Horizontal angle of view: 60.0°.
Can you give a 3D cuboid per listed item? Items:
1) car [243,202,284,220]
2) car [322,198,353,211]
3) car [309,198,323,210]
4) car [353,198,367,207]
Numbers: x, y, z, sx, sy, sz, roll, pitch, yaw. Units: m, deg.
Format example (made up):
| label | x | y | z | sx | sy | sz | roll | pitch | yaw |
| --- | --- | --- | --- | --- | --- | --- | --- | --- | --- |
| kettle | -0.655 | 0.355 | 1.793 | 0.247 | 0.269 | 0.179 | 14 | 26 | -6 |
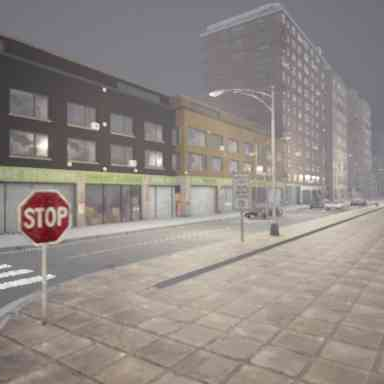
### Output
| label | x | y | z | sx | sy | sz | roll | pitch | yaw |
| --- | --- | --- | --- | --- | --- | --- | --- | --- | --- |
| car | 6.576 | 1.637 | 29.974 | 2.033 | 1.411 | 5.357 | -1 | 0 | 36 |
| car | 17.830 | 1.636 | 40.633 | 1.895 | 1.301 | 4.718 | -1 | 0 | 36 |
| car | 17.140 | 1.621 | 44.571 | 1.837 | 1.490 | 4.892 | -1 | 0 | 36 |
| car | 25.969 | 1.576 | 52.015 | 2.033 | 1.411 | 5.357 | -1 | 0 | 36 |
